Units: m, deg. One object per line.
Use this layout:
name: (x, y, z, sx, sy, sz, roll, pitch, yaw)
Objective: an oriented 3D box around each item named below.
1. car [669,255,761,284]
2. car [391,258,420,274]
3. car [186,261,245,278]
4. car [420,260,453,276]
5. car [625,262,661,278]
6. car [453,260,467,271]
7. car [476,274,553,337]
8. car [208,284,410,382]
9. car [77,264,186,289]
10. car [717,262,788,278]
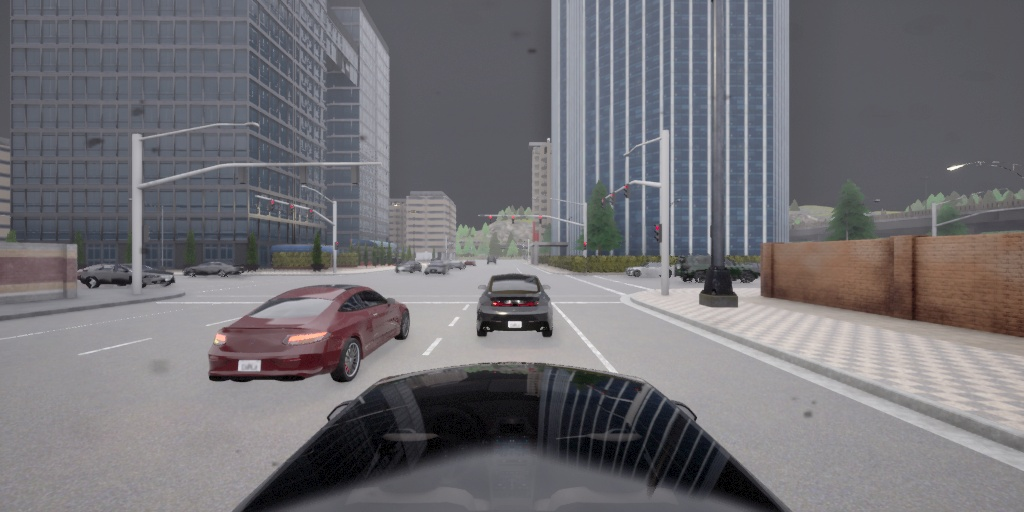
car: (15.009, 0.971, 26.588, 5.566, 2.045, 2.150, 0, 0, -1)
car: (-11.664, 1.241, 40.738, 2.128, 1.511, 4.902, 0, 0, 4)
car: (-27.676, 1.241, 33.379, 4.902, 1.511, 2.128, 0, 0, 0)
car: (-7.650, 1.315, 36.674, 1.994, 1.385, 4.181, 0, 0, -1)
car: (13.030, 1.276, 33.763, 4.674, 1.442, 1.812, 0, 0, 1)
car: (-7.916, 1.275, 50.582, 1.812, 1.442, 4.674, 0, 0, -1)
car: (0.065, 1.255, 10.275, 1.837, 1.490, 4.892, 0, 0, 0)
car: (-3.437, 1.276, 7.010, 1.812, 1.442, 4.674, 0, 0, 0)
car: (-24.228, 1.241, 22.716, 4.902, 1.511, 2.128, 0, 0, 0)
car: (22.616, 1.297, 33.867, 5.357, 1.411, 2.033, 0, 0, -1)
